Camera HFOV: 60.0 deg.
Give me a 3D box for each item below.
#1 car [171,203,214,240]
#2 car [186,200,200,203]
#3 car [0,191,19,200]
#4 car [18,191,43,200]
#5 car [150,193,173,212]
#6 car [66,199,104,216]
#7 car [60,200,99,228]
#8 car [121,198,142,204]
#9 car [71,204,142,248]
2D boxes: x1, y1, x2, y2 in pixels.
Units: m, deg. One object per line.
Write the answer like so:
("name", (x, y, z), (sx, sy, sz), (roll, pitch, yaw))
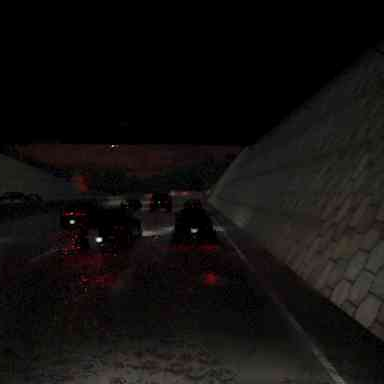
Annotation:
("car", (0.083, 1.497, 16.745), (1.812, 1.442, 4.674), (0, 0, 0))
("car", (0.082, 1.539, 36.697), (1.895, 1.301, 4.718), (0, 0, 0))
("car", (-31.547, 0.739, 58.680), (2.150, 2.045, 5.566), (0, 0, 0))
("car", (-28.047, 0.869, 58.745), (2.097, 1.767, 4.553), (0, 0, 0))
("car", (-3.418, 1.158, 37.413), (2.150, 2.045, 5.566), (0, 0, 0))
("car", (-10.412, 1.491, 32.824), (2.033, 1.411, 5.357), (0, 0, 0))
("car", (-6.905, 1.468, 21.602), (1.837, 1.490, 4.892), (0, 0, 0))
("car", (-6.919, 1.426, 38.185), (2.128, 1.511, 4.902), (0, 0, 0))
("car", (-3.404, 1.480, 14.579), (1.837, 1.490, 4.892), (0, 0, 0))
